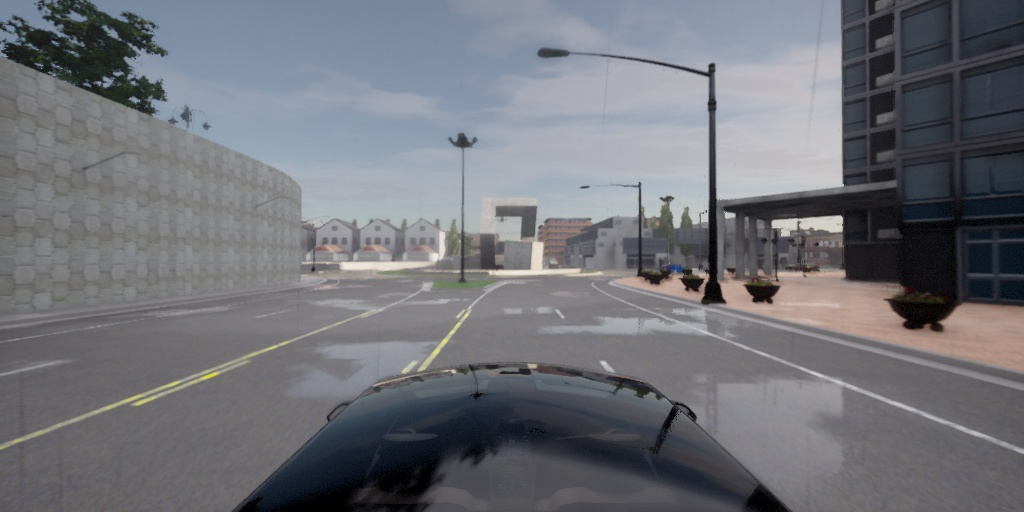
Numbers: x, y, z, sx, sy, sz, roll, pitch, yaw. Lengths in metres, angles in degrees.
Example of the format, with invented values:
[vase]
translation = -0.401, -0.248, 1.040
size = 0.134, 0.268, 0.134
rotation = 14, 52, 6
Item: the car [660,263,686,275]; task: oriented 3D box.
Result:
[car]
translation = 22.626, 1.761, 49.928
size = 5.008, 1.535, 1.882
rotation = 0, -1, -37
